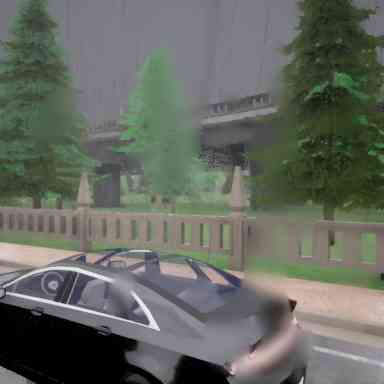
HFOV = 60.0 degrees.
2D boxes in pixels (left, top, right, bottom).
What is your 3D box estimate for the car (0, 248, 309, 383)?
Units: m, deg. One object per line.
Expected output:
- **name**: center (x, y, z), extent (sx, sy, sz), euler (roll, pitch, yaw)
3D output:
- **car**: center (-1.117, 1.492, 4.203), extent (4.902, 1.511, 2.128), euler (0, 0, 33)
